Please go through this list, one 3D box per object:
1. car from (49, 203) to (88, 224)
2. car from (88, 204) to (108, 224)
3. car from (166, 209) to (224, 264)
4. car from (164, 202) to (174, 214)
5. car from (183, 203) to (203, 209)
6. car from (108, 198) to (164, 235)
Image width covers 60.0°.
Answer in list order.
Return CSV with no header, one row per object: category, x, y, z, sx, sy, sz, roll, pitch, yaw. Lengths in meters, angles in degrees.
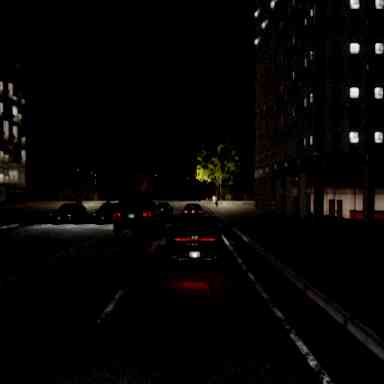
car,-9.855,1.702,27.030,1.837,1.490,4.892,0,0,0
car,-6.606,1.702,27.043,1.837,1.490,4.892,0,0,0
car,0.089,1.595,12.170,1.837,1.490,4.892,0,0,0
car,-3.160,1.829,37.102,1.994,1.385,4.181,0,0,0
car,0.089,1.772,31.162,2.033,1.411,5.357,0,0,0
car,-3.156,1.368,20.017,2.150,2.045,5.566,0,0,0
